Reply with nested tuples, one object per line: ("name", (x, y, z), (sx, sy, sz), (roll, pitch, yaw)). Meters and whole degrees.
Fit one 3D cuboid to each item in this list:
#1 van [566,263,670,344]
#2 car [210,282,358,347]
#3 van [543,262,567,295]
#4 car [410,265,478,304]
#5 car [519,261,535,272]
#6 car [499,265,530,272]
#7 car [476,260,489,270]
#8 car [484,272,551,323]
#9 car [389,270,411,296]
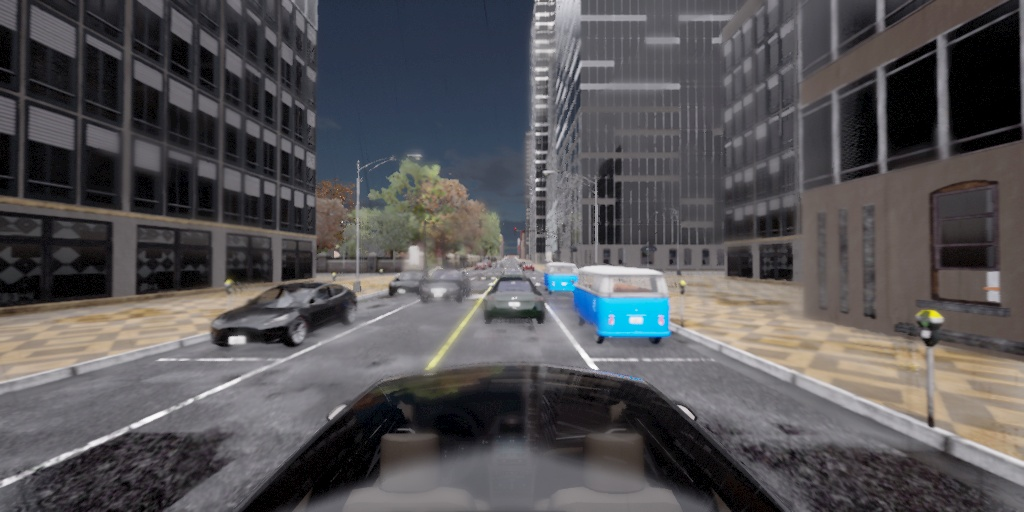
("van", (2.690, 1.175, 9.611), (1.690, 1.789, 3.998), (0, 0, 0))
("car", (-5.691, 1.400, 9.609), (1.948, 1.339, 4.313), (0, 0, 0))
("van", (2.771, 1.281, 21.008), (1.690, 1.789, 3.998), (0, 0, 0))
("car", (-3.094, 1.400, 17.520), (2.128, 1.511, 4.902), (0, -1, 0))
("car", (2.688, 1.727, 59.132), (1.967, 1.591, 4.097), (0, 0, 0))
("car", (0.086, 1.591, 26.518), (1.895, 1.301, 4.718), (0, -1, 0))
("car", (-5.693, 1.884, 64.809), (1.888, 1.381, 4.507), (0, 0, 0))
("car", (0.087, 1.428, 12.689), (1.994, 1.385, 4.181), (0, -1, 0))
("car", (-5.772, 1.506, 21.006), (1.948, 1.339, 4.313), (0, 0, 0))
